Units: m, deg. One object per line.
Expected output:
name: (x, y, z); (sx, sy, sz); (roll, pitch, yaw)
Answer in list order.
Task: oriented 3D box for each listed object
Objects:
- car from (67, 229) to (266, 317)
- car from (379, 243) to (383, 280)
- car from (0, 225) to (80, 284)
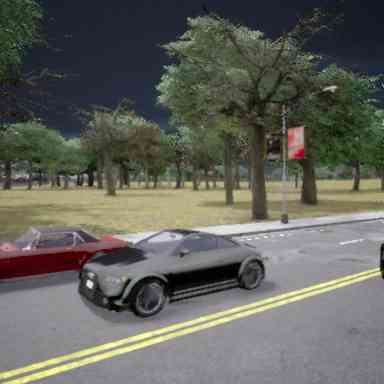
car: (-0.308, 1.554, 7.457); (4.181, 1.385, 1.994); (0, 0, -35)
car: (6.518, 1.432, 8.086); (5.008, 1.535, 1.882); (-1, 0, -35)
car: (-4.025, 1.598, 8.798); (4.718, 1.301, 1.895); (0, 0, -35)
